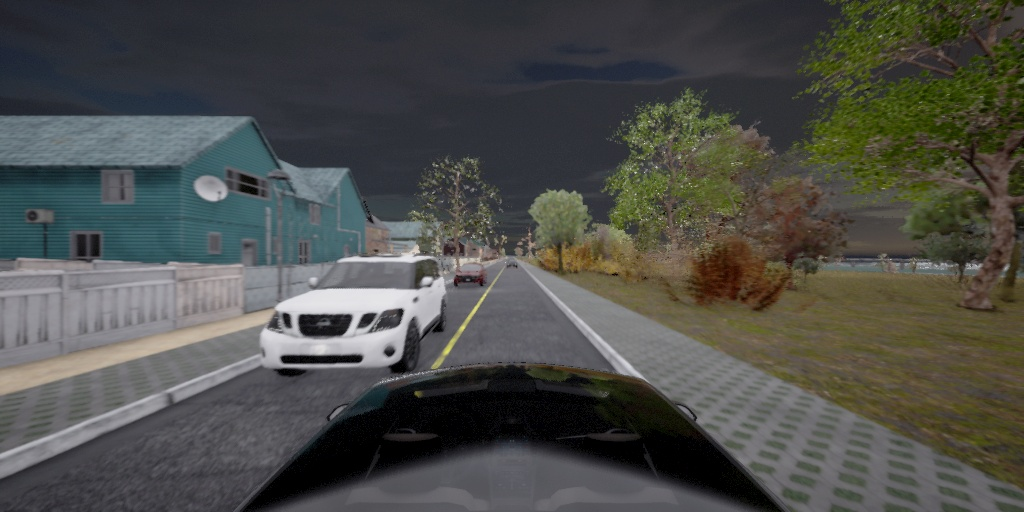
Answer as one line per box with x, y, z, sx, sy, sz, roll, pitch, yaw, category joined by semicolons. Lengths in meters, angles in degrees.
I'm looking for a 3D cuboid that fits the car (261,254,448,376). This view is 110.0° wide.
-2.792;0.971;7.849;2.150;2.045;5.566;0;0;-2;car

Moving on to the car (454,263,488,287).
-2.759;1.230;24.941;1.882;1.535;5.008;0;0;0;car

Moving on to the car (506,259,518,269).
-0.003;1.359;58.330;1.895;1.301;4.718;0;0;0;car
